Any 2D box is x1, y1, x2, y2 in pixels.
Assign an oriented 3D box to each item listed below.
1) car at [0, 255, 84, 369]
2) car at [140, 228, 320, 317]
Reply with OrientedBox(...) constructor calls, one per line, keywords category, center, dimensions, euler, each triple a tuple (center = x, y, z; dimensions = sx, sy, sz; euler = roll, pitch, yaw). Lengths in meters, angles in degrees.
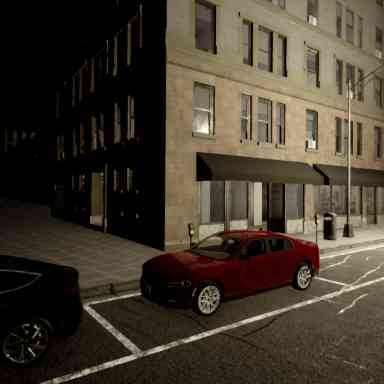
OrientedBox(category="car", center=(-3.604, 1.566, 4.187), dimensions=(4.313, 1.339, 1.947), euler=(0, 1, -35))
OrientedBox(category="car", center=(1.017, 1.545, 7.477), dimensions=(4.507, 1.381, 1.887), euler=(0, 1, -35))
